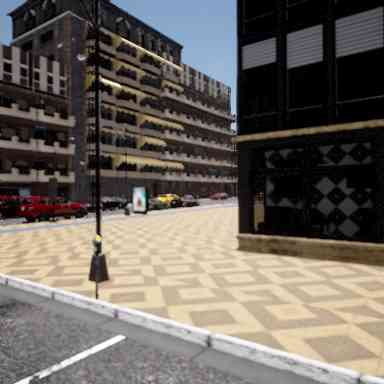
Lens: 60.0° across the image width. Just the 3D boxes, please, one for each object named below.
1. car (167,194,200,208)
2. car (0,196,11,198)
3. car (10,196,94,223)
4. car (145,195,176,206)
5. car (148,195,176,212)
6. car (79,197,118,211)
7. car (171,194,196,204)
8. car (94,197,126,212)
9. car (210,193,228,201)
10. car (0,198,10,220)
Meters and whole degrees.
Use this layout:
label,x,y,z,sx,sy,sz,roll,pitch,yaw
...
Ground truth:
label,x,y,z,sx,sy,sz,roll,pitch,yaw
car,-0.807,1.189,38.655,1.947,1.339,4.313,1,1,35
car,-17.254,1.314,29.781,2.192,1.841,5.009,1,2,35
car,-10.358,1.248,25.022,2.192,1.841,5.009,1,1,35
car,-4.523,1.135,47.954,2.008,1.369,4.403,1,2,35
car,-3.990,1.292,34.112,1.947,1.339,4.313,1,1,35
car,-10.888,1.374,38.871,1.802,1.307,4.206,1,2,35
car,-1.340,1.062,52.495,1.802,1.307,4.206,1,2,35
car,-9.379,1.283,36.533,2.128,1.511,4.902,-1,1,35
car,5.026,0.814,61.579,1.887,1.381,4.507,1,2,35
car,-15.157,1.505,28.290,1.812,1.442,4.674,-1,1,35
